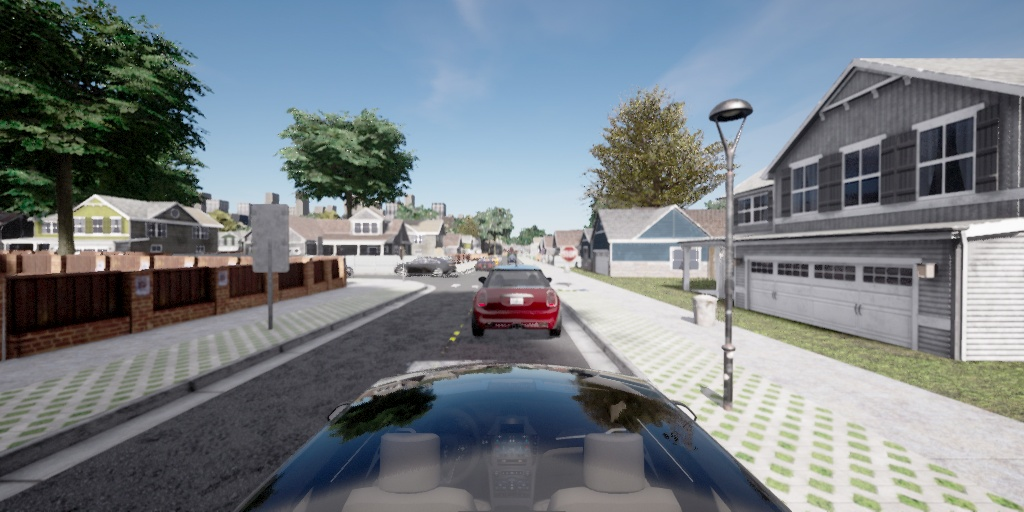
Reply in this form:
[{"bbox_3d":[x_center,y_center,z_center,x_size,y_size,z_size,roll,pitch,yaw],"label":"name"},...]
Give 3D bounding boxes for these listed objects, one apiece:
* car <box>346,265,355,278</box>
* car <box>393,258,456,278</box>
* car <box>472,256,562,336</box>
[{"bbox_3d":[-13.547,0.853,25.196,4.674,1.442,1.812,1,1,2],"label":"car"},{"bbox_3d":[-6.830,0.866,28.157,4.902,1.511,2.128,1,0,7],"label":"car"},{"bbox_3d":[0.105,1.000,10.150,2.097,1.767,4.553,0,1,0],"label":"car"}]
